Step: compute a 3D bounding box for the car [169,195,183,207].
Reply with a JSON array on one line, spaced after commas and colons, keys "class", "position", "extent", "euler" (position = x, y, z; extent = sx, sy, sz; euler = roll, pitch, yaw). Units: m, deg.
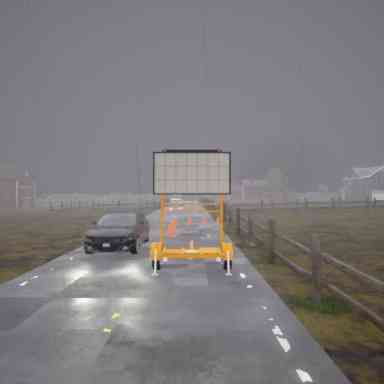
[{"class": "car", "position": [-2.763, 1.530, 57.434], "extent": [2.150, 2.045, 5.566], "euler": [0, -1, 0]}]

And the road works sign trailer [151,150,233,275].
[{"class": "road works sign trailer", "position": [-0.003, 0.481, 10.435], "extent": [2.380, 3.560, 2.880], "euler": [0, 0, 0]}]

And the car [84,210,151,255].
[{"class": "car", "position": [-2.855, 1.505, 13.582], "extent": [1.882, 1.535, 5.008], "euler": [0, 0, 0]}]
